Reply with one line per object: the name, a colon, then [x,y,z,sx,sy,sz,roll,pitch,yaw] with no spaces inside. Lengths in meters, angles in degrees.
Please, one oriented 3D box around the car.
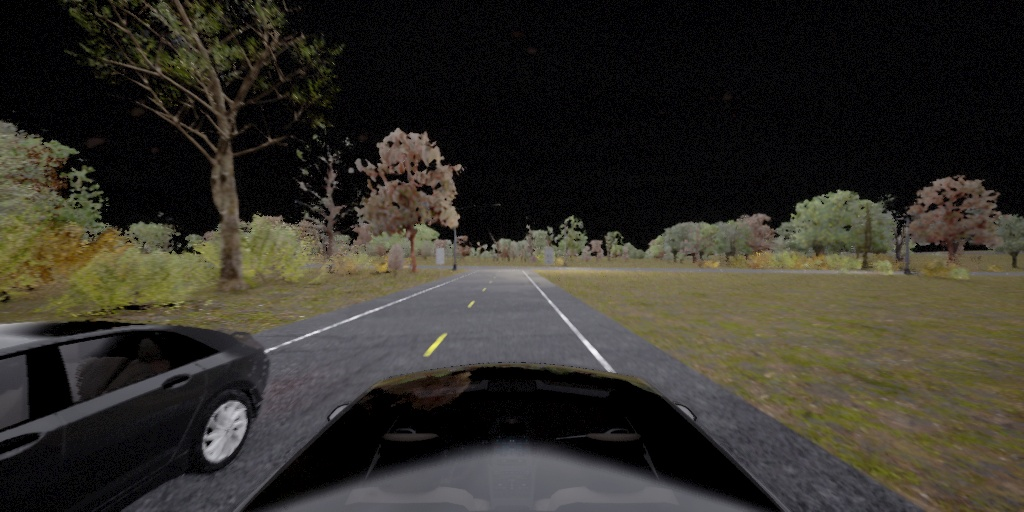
car: [-3.600,1.255,2.003,1.837,1.490,4.892,0,0,0]
